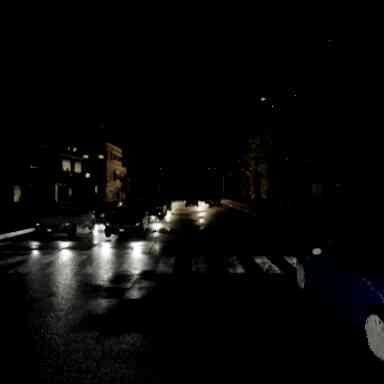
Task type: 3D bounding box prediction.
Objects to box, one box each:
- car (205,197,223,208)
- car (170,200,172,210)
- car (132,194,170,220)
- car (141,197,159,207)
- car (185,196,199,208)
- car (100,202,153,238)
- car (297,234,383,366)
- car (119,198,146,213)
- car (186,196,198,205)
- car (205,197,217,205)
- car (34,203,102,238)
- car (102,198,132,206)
[{"bbox_3d":[3.350,1.509,47.895,2.033,1.411,5.357,0,0,0],"label":"car"},{"bbox_3d":[-3.323,1.448,38.544,1.882,1.535,5.008,0,0,0],"label":"car"},{"bbox_3d":[-3.341,1.199,27.782,2.150,2.045,5.566,0,0,1],"label":"car"},{"bbox_3d":[-6.504,1.506,51.763,2.033,1.411,5.357,0,0,0],"label":"car"},{"bbox_3d":[0.001,1.467,48.053,1.837,1.490,4.892,0,0,0],"label":"car"},{"bbox_3d":[-3.352,1.512,17.837,1.812,1.442,4.674,0,0,-2],"label":"car"},{"bbox_3d":[3.351,1.473,5.775,1.882,1.535,5.008,0,0,0],"label":"car"},{"bbox_3d":[-6.575,1.463,37.300,2.128,1.511,4.902,0,0,0],"label":"car"},{"bbox_3d":[0.002,1.430,58.472,1.882,1.535,5.008,0,0,0],"label":"car"},{"bbox_3d":[3.252,1.553,58.505,1.895,1.301,4.718,0,0,0],"label":"car"},{"bbox_3d":[-6.595,1.512,17.872,1.812,1.442,4.674,0,0,2],"label":"car"},{"bbox_3d":[-6.595,1.471,27.046,2.128,1.511,4.902,0,0,0],"label":"car"}]
